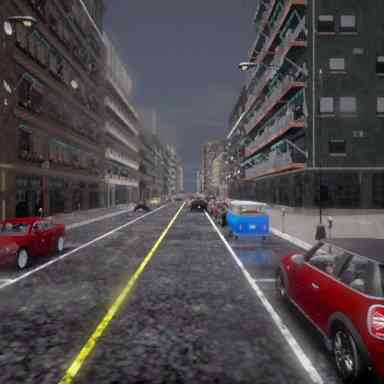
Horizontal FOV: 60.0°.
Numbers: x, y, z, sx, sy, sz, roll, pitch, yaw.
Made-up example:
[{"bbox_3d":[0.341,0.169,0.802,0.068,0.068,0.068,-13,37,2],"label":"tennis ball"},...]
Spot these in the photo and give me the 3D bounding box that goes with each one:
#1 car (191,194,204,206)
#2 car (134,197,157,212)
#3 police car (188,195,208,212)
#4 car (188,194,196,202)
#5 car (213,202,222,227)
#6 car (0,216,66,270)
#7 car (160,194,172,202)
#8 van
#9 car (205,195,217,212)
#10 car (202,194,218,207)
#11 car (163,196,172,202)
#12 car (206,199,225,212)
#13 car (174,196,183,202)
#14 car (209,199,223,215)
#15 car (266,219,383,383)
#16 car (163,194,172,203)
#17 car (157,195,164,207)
[{"bbox_3d":[0.861,1.340,54.657,2.097,1.767,4.553,0,1,0],"label":"car"},{"bbox_3d":[-5.689,1.552,39.191,1.947,1.339,4.313,0,0,0],"label":"car"},{"bbox_3d":[0.762,1.410,38.801,1.930,1.638,5.238,0,0,0],"label":"police car"},{"bbox_3d":[0.000,1.345,74.239,1.882,1.535,5.008,0,0,0],"label":"car"},{"bbox_3d":[2.691,1.559,22.280,1.947,1.339,4.313,0,0,0],"label":"car"},{"bbox_3d":[-5.689,1.541,11.010,1.887,1.381,4.507,0,0,0],"label":"car"},{"bbox_3d":[-5.688,1.278,73.011,2.192,1.841,5.009,0,0,0],"label":"car"},{"bbox_3d":[2.692,1.336,16.643,1.690,1.788,3.998,0,0,0],"label":"van"},{"bbox_3d":[2.692,1.429,33.553,1.967,1.590,4.097,0,0,0],"label":"car"},{"bbox_3d":[2.693,1.294,50.461,2.192,1.841,5.009,0,0,0],"label":"car"},{"bbox_3d":[-5.690,1.541,78.648,1.802,1.307,4.206,0,0,0],"label":"car"},{"bbox_3d":[2.692,1.537,39.188,2.008,1.369,4.403,0,0,0],"label":"car"},{"bbox_3d":[-3.001,1.515,75.929,1.895,1.301,4.718,0,0,0],"label":"car"},{"bbox_3d":[2.692,1.536,27.916,1.887,1.381,4.507,0,0,0],"label":"car"},{"bbox_3d":[2.692,1.438,5.370,1.967,1.590,4.097,0,0,0],"label":"car"},{"bbox_3d":[-5.689,1.407,67.375,1.967,1.590,4.097,0,0,0],"label":"car"},{"bbox_3d":[-5.689,1.505,50.295,1.752,1.417,4.829,0,0,0],"label":"car"}]
